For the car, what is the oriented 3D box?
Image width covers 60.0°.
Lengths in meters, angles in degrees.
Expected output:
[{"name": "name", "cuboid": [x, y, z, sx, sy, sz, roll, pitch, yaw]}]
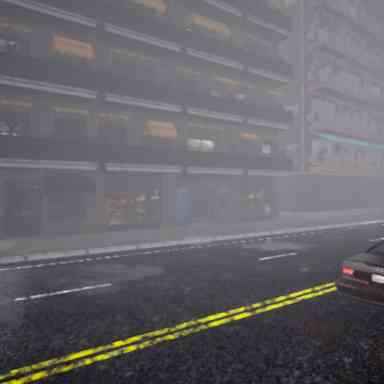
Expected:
[{"name": "car", "cuboid": [5.312, 1.569, 7.249, 5.357, 1.411, 2.033, 0, 0, -36]}]
